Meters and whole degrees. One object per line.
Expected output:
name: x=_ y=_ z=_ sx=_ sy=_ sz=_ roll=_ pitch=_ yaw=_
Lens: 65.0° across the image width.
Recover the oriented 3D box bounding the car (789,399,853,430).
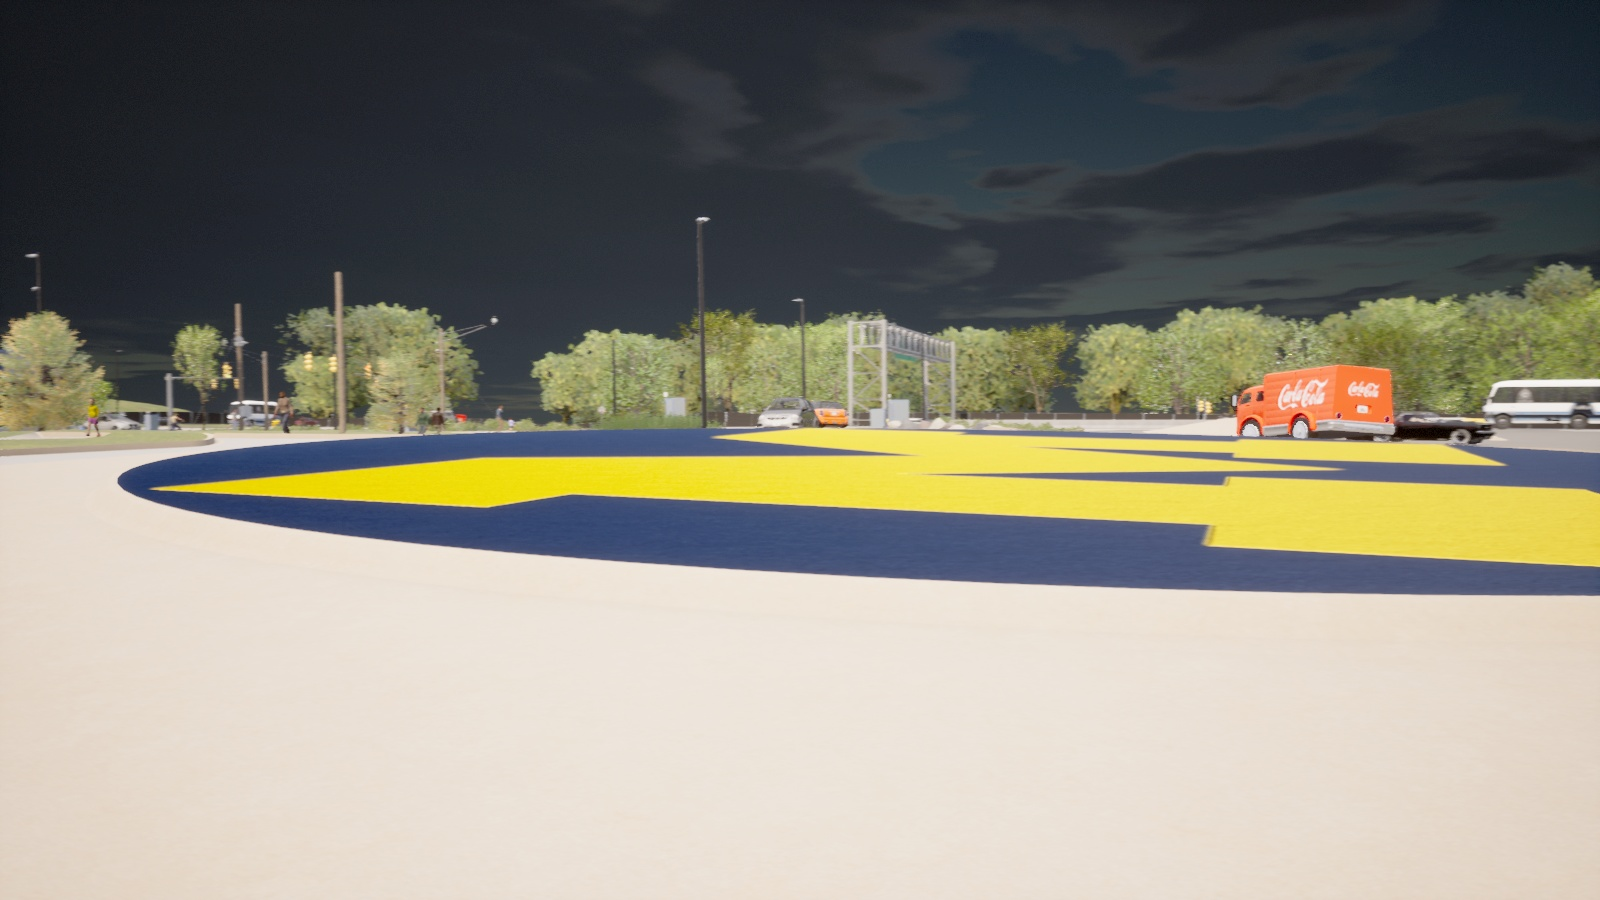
car: x=1.255 y=-2.182 z=76.477 sx=2.097 sy=1.767 sz=4.553 roll=2 pitch=1 yaw=-24

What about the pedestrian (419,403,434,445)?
pedestrian: x=-16.608 y=-1.165 z=55.841 sx=0.353 sy=1.847 sz=0.614 roll=-1 pitch=1 yaw=13

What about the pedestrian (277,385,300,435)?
pedestrian: x=-18.685 y=-1.439 z=45.845 sx=0.328 sy=1.805 sz=0.869 roll=-1 pitch=1 yaw=11

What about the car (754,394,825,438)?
car: x=-0.370 y=-1.303 z=48.830 sx=1.851 sy=1.617 sz=3.988 roll=-1 pitch=1 yaw=13

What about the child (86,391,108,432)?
child: x=-19.985 y=-1.092 z=35.701 sx=0.299 sy=1.160 sz=0.473 roll=-1 pitch=1 yaw=3

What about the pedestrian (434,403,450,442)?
pedestrian: x=-17.057 y=-1.318 z=59.871 sx=0.431 sy=1.840 sz=0.703 roll=-1 pitch=1 yaw=14

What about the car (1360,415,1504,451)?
car: x=25.173 y=-0.684 z=50.134 sx=1.895 sy=1.301 sz=4.718 roll=-1 pitch=3 yaw=-45

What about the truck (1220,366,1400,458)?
truck: x=16.425 y=-1.132 z=40.808 sx=2.627 sy=2.467 sz=5.204 roll=4 pitch=-3 yaw=-18
